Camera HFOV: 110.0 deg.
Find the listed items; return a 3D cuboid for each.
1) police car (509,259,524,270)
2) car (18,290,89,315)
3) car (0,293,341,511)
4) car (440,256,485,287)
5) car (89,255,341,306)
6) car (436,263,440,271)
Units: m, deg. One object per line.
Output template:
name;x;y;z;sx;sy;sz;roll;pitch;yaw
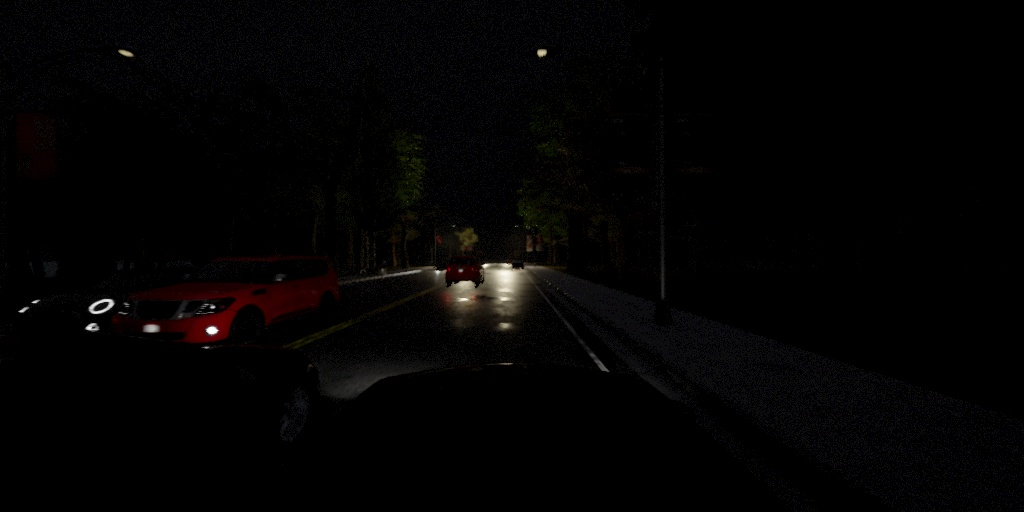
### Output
police car;0.936;1.317;57.569;1.930;1.638;5.238;0;0;0
car;-9.851;1.109;9.788;2.097;1.767;4.553;0;0;0
car;-3.152;1.256;2.245;1.837;1.490;4.892;0;0;0
car;-3.155;1.004;24.735;2.150;2.045;5.566;0;0;0
car;-6.601;0.978;9.327;2.150;2.045;5.566;0;0;0
car;-9.832;1.396;52.670;1.812;1.442;4.674;0;0;0
